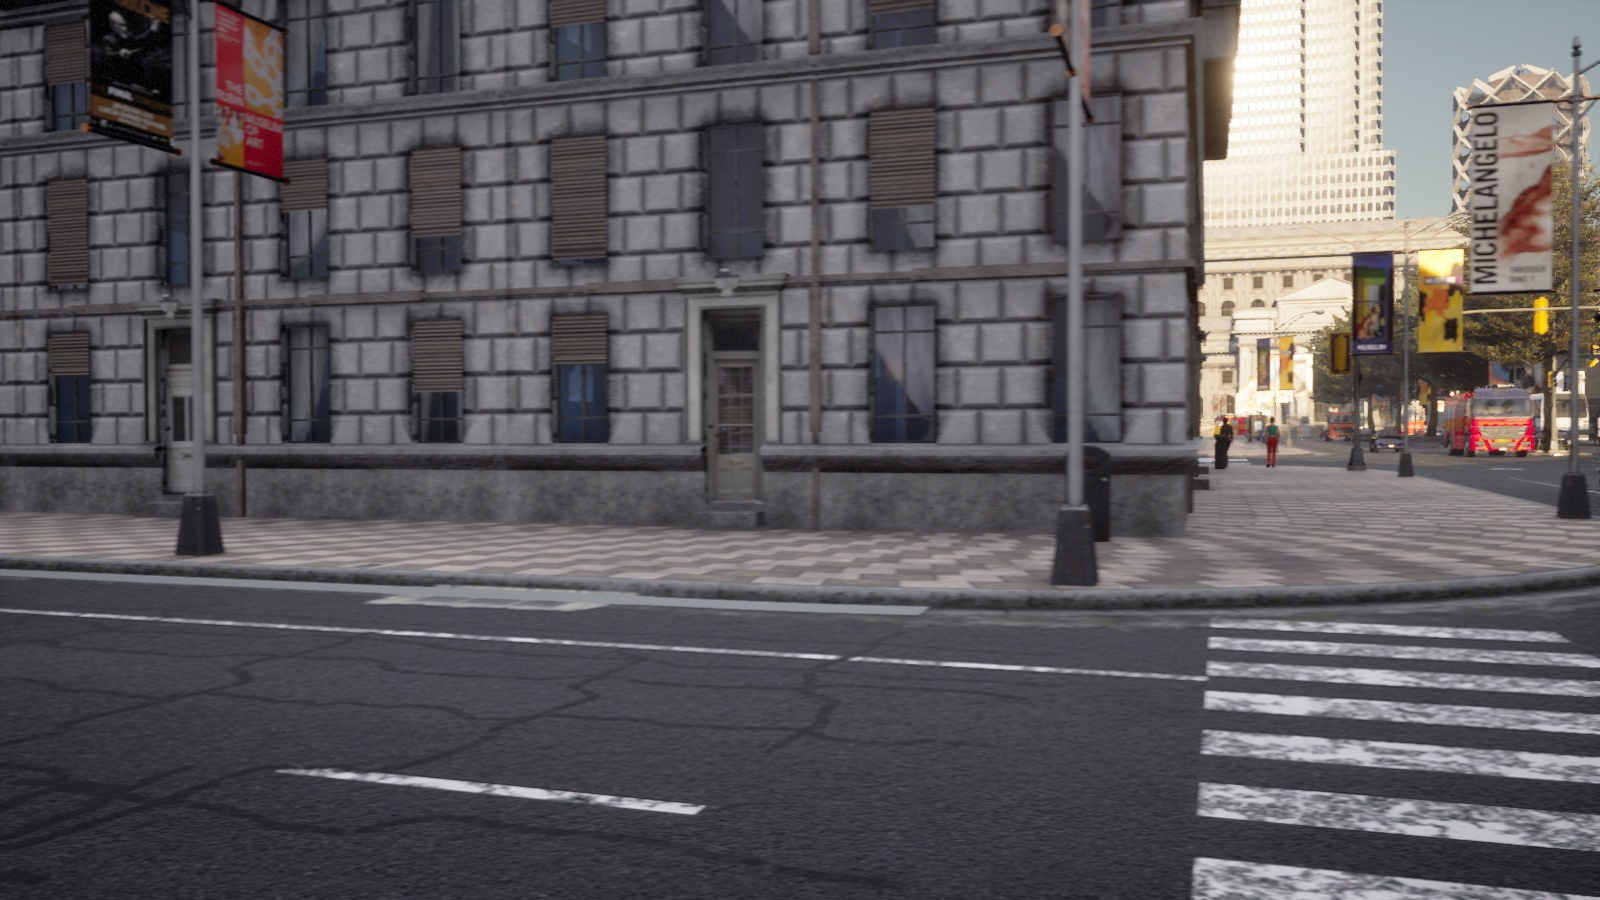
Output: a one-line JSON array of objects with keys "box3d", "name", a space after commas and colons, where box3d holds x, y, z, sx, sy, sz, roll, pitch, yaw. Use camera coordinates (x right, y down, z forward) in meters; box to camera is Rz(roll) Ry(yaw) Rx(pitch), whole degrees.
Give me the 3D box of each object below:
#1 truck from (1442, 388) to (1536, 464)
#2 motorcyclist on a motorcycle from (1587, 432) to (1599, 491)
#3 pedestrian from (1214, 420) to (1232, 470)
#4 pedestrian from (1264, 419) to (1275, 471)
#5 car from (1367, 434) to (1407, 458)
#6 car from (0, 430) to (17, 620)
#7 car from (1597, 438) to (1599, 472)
[{"box3d": [36.760, -1.278, 67.304, 2.891, 3.827, 8.468, 1, 1, 18], "name": "truck"}, {"box3d": [22.236, 0.315, 34.250, 0.866, 1.590, 1.817, 1, 1, 18], "name": "motorcyclist on a motorcycle"}, {"box3d": [15.360, -0.189, 45.592, 0.328, 1.805, 0.869, 0, 1, -3], "name": "pedestrian"}, {"box3d": [16.886, -0.177, 45.154, 0.345, 1.836, 0.594, 1, 1, 19], "name": "pedestrian"}, {"box3d": [37.029, -0.291, 79.331, 1.816, 1.474, 4.193, 1, 1, 19], "name": "car"}, {"box3d": [-8.990, 0.590, 9.915, 4.902, 1.511, 2.128, 1, 1, 19], "name": "car"}, {"box3d": [34.310, 0.222, 49.804, 1.994, 1.385, 4.181, 0, 1, -21], "name": "car"}]
